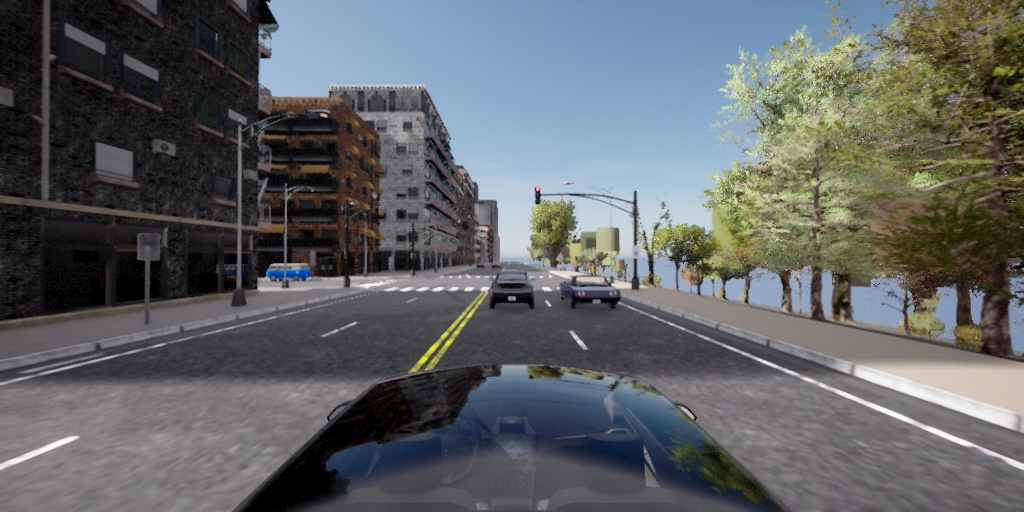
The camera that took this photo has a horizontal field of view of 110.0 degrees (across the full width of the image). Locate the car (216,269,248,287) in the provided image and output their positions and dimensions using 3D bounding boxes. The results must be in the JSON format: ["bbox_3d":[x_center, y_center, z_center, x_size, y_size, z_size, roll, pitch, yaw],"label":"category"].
[{"bbox_3d":[-22.626,1.875,28.117,4.207,1.307,1.802,0,0,-1],"label":"car"}]

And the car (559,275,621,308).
[{"bbox_3d":[3.255,1.485,15.941,1.895,1.301,4.718,0,-1,0],"label":"car"}]

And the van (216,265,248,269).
[{"bbox_3d":[-28.312,1.755,36.387,3.998,1.789,1.690,0,0,-1],"label":"van"}]

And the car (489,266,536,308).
[{"bbox_3d":[0.009,1.394,16.144,1.837,1.490,4.892,0,0,0],"label":"car"}]

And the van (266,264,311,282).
[{"bbox_3d":[-22.711,1.683,36.464,3.998,1.789,1.690,0,0,-1],"label":"van"}]
